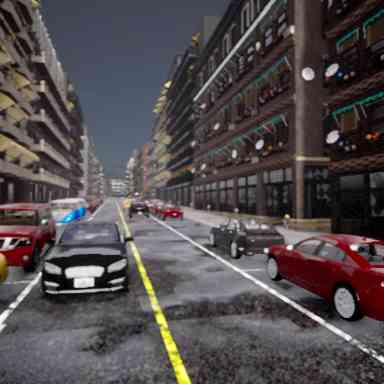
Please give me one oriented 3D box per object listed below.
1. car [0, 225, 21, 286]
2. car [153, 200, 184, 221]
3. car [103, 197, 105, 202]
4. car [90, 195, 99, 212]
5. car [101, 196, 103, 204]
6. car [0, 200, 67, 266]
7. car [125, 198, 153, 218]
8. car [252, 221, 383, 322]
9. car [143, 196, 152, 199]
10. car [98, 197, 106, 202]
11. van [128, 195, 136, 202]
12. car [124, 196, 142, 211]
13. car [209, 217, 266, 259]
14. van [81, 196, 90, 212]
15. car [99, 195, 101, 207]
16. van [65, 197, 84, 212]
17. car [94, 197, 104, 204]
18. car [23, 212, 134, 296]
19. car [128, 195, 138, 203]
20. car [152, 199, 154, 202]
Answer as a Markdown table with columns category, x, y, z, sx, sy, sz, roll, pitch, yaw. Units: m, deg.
| category | x | y | z | sx | sy | sz | roll | pitch | yaw |
| --- | --- | --- | --- | --- | --- | --- | --- | --- | --- |
| car | -4.444 | 1.526 | 5.361 | 1.752 | 1.417 | 4.829 | 2 | -1 | -13 |
| car | -1.885 | 1.671 | 28.807 | 1.887 | 1.381 | 4.507 | 2 | -1 | -13 |
| car | -19.732 | 1.630 | 70.117 | 2.192 | 1.841 | 5.009 | 2 | -1 | -13 |
| car | -12.104 | 1.444 | 37.823 | 2.192 | 1.841 | 5.009 | 2 | -1 | -13 |
| car | -15.925 | 1.780 | 53.968 | 1.947 | 1.339 | 4.313 | 2 | -1 | -13 |
| car | -5.748 | 1.333 | 10.912 | 2.192 | 1.841 | 5.009 | 2 | -1 | -13 |
| car | -5.156 | 1.631 | 31.803 | 1.837 | 1.490 | 4.892 | 0 | -1 | -13 |
| car | 3.200 | 1.593 | 7.276 | 1.887 | 1.381 | 4.507 | 2 | -1 | -13 |
| car | -4.417 | 1.617 | 39.576 | 1.967 | 1.590 | 4.097 | 2 | -1 | -13 |
| car | -24.825 | 2.060 | 91.645 | 1.802 | 1.307 | 4.206 | 2 | -1 | -13 |
| van | -15.899 | 1.823 | 88.016 | 1.690 | 1.788 | 3.998 | 2 | -1 | -13 |
| car | -8.040 | 1.664 | 43.997 | 1.882 | 1.535 | 5.008 | 0 | 0 | -13 |
| car | 1.928 | 1.616 | 12.659 | 2.008 | 1.369 | 4.403 | 2 | -1 | -13 |
| van | -9.563 | 1.420 | 27.058 | 1.690 | 1.788 | 3.998 | 2 | -1 | -13 |
| car | -13.375 | 1.471 | 43.205 | 2.192 | 1.841 | 5.009 | 2 | -1 | -13 |
| van | -8.290 | 1.397 | 21.675 | 1.690 | 1.788 | 3.998 | 2 | -1 | -13 |
| car | -21.010 | 1.898 | 75.497 | 1.887 | 1.381 | 4.507 | 2 | -1 | -13 |
| car | -2.656 | 1.516 | 8.894 | 2.128 | 1.511 | 4.902 | 0 | 0 | -13 |
| car | -14.627 | 1.755 | 82.632 | 2.192 | 1.841 | 5.009 | 2 | -1 | -13 |
| car | -3.156 | 1.696 | 34.189 | 1.887 | 1.381 | 4.507 | 2 | -1 | -13 |
